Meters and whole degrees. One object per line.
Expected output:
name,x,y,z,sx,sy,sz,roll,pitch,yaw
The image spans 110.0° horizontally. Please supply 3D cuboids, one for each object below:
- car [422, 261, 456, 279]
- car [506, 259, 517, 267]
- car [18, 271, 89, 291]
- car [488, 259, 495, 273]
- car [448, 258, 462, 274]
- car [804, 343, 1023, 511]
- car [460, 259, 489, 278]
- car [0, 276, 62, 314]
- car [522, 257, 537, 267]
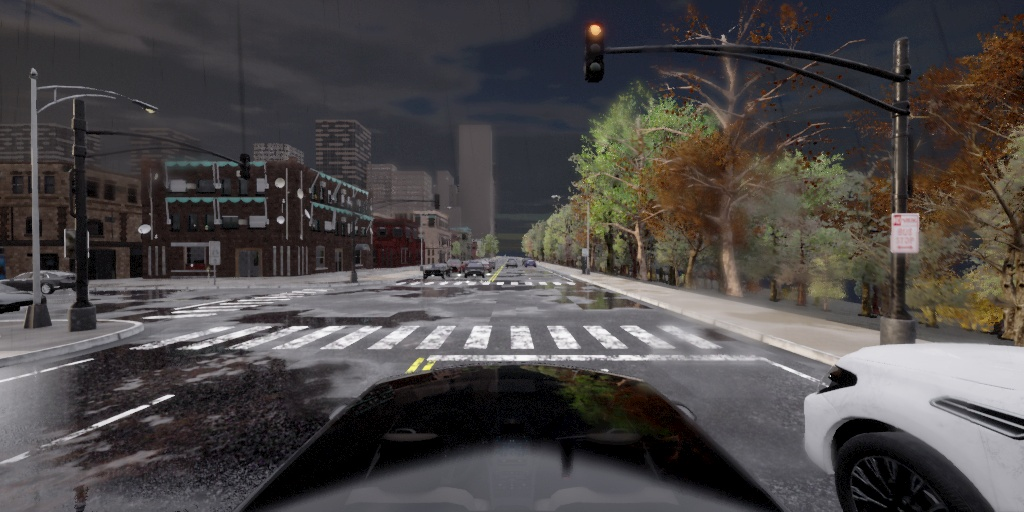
car,-6.670,1.341,32.486,1.895,1.301,4.718,0,0,0
car,-0.034,1.291,63.220,1.994,1.385,4.181,0,0,0
car,-28.321,1.560,21.633,4.403,1.370,2.007,0,0,0
car,-3.424,1.261,43.338,1.812,1.442,4.674,0,0,0
car,-6.672,1.088,41.571,2.097,1.767,4.553,0,0,0
car,3.355,0.972,0.382,2.150,2.045,5.566,0,0,0
car,-3.438,1.287,33.875,2.033,1.411,5.357,0,0,-4
car,-19.971,1.565,13.138,4.313,1.339,1.948,0,0,0
car,3.223,1.252,63.086,1.812,1.442,4.674,0,0,0
